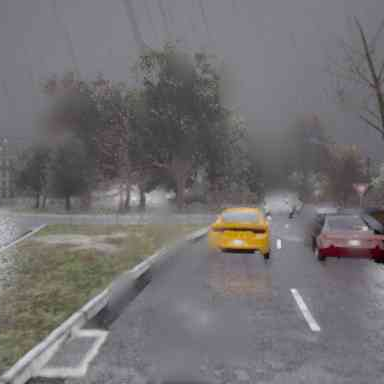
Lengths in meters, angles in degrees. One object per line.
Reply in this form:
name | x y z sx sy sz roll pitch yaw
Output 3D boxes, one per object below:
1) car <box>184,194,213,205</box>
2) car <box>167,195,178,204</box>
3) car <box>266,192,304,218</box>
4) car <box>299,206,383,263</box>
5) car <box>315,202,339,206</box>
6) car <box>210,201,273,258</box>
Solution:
car | 1.092 1.426 62.264 5.566 2.045 2.150 0 -1 15
car | -2.209 1.472 66.425 5.566 2.045 2.150 0 -1 8
car | 7.839 1.065 27.947 2.150 2.045 5.566 0 -1 29
car | 5.017 1.399 11.391 1.994 1.385 4.181 0 0 12
car | 10.866 1.440 26.593 1.895 1.301 4.718 0 -1 29
car | 1.878 1.314 12.220 1.882 1.535 5.008 0 0 12
